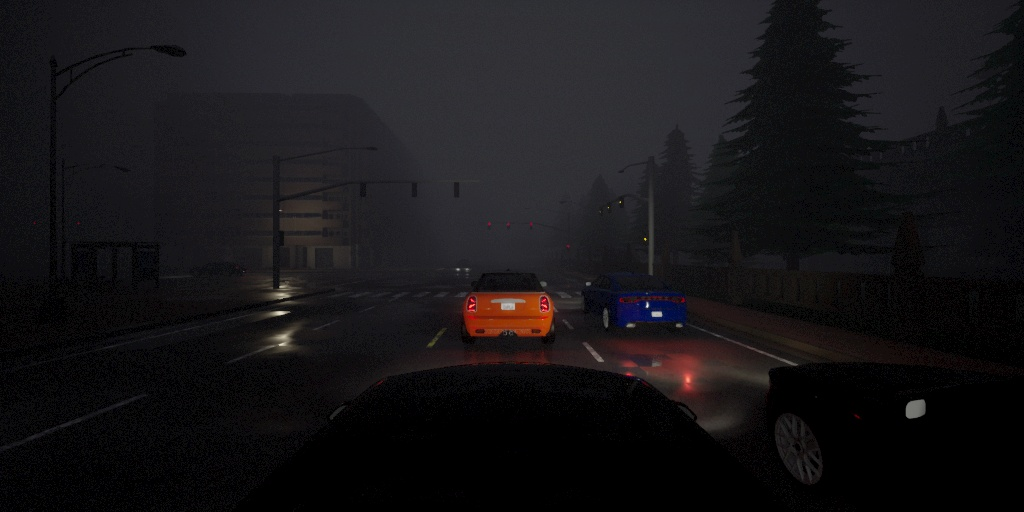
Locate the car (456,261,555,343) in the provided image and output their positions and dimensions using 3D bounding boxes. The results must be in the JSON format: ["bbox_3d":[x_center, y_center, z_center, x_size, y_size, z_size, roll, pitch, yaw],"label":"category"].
[{"bbox_3d":[-0.081,1.102,9.813,2.097,1.767,4.553,0,0,0],"label":"car"}]

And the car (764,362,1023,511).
[{"bbox_3d":[3.288,1.228,1.431,1.882,1.535,5.008,0,0,3],"label":"car"}]

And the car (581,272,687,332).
[{"bbox_3d":[3.418,1.228,10.957,1.882,1.535,5.008,0,0,0],"label":"car"}]

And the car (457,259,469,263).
[{"bbox_3d":[-7.951,1.255,58.937,1.837,1.490,4.892,0,0,-1],"label":"car"}]

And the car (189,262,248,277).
[{"bbox_3d":[-29.105,1.310,35.616,4.892,1.490,1.837,0,0,-1],"label":"car"}]
